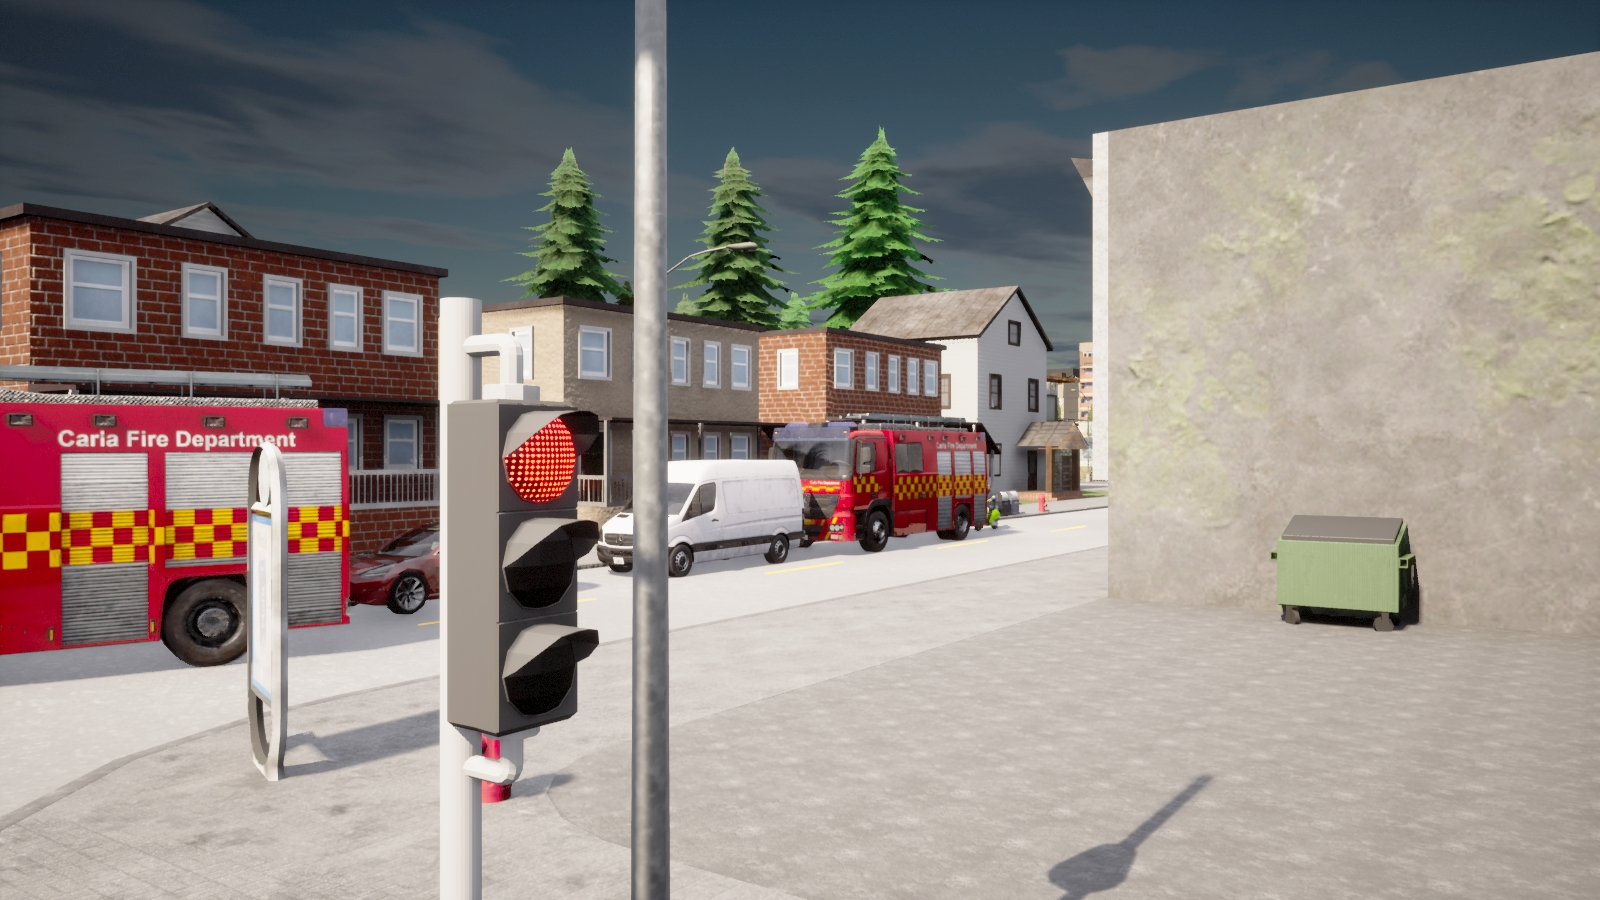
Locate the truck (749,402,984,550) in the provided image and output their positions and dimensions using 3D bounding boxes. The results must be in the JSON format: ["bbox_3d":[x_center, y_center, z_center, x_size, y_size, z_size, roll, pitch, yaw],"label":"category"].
[{"bbox_3d":[2.235,0.662,33.662,2.891,3.827,8.468,0,0,35],"label":"truck"}]

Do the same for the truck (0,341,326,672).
[{"bbox_3d":[-10.631,0.661,13.993,8.468,3.827,2.891,0,0,-36],"label":"truck"}]

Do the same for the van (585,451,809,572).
[{"bbox_3d":[-2.273,1.307,27.238,1.988,2.561,5.915,0,0,35],"label":"van"}]

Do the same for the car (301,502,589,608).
[{"bbox_3d":[-6.448,1.835,21.283,2.163,1.488,4.792,0,0,35],"label":"car"}]

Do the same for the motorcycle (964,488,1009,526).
[{"bbox_3d":[6.506,1.954,39.766,0.856,1.236,1.805,0,0,35],"label":"motorcycle"}]
